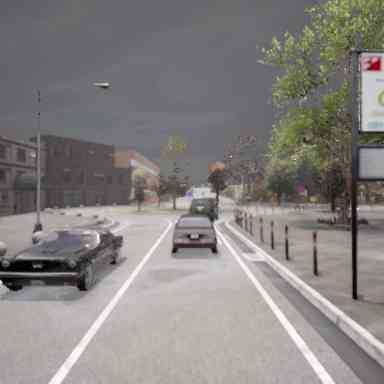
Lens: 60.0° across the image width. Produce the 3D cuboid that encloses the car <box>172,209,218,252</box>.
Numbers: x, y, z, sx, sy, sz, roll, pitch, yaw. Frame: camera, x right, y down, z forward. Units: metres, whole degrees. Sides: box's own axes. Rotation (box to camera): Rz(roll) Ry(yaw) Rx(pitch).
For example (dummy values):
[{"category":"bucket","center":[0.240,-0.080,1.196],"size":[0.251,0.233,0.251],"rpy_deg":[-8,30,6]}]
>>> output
[{"category":"car","center":[0.096,1.688,14.544],"size":[2.033,1.411,5.357],"rpy_deg":[0,-1,0]}]

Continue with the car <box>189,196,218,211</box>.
[{"category":"car","center":[1.141,1.571,30.605],"size":[2.150,2.045,5.566],"rpy_deg":[0,0,10]}]

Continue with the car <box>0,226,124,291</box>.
[{"category":"car","center":[-3.294,1.670,9.336],"size":[1.895,1.301,4.718],"rpy_deg":[0,-1,1]}]
